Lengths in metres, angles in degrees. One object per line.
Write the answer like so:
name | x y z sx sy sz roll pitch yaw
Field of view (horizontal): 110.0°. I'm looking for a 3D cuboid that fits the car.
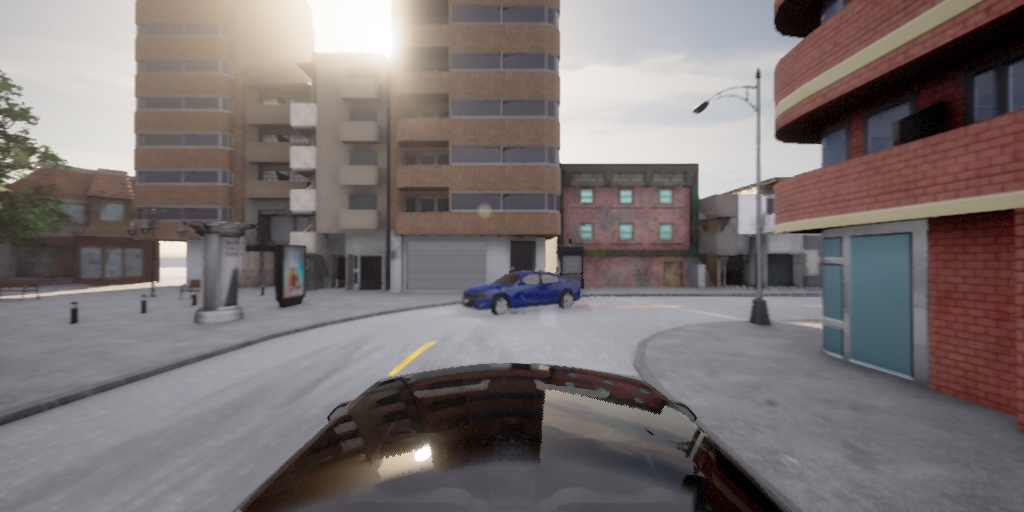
car | 0.456 1.334 14.148 5.008 1.535 1.882 0 -1 -33
